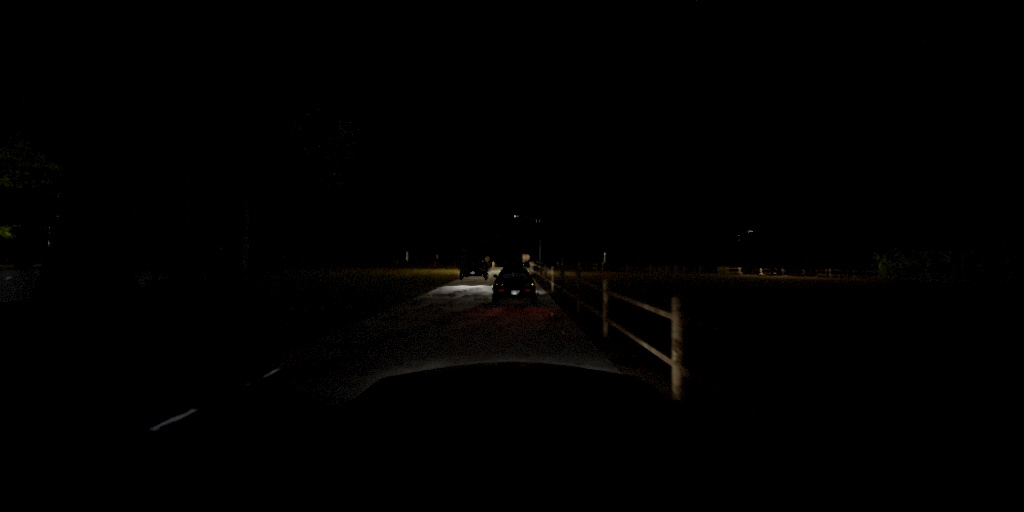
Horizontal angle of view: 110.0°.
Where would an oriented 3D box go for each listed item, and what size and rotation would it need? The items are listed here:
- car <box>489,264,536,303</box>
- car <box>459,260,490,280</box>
[{"bbox_3d":[0.100,1.266,16.479,1.812,1.442,4.674,0,0,0],"label":"car"},{"bbox_3d":[-2.751,1.002,27.002,1.994,1.385,4.181,0,0,0],"label":"car"}]
